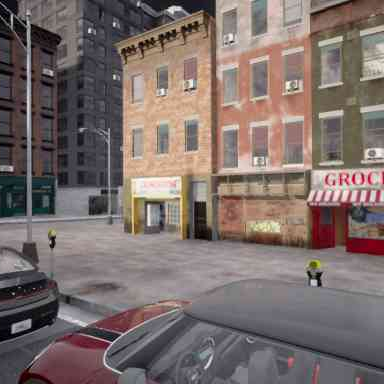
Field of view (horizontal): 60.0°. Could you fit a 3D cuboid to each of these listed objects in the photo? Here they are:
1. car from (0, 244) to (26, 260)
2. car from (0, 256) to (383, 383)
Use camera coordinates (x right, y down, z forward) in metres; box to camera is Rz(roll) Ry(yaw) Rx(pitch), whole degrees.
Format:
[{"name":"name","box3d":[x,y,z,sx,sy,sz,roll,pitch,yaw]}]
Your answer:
[{"name":"car","box3d":[-4.044,1.552,5.695,4.403,1.369,2.008,0,0,35]},{"name":"car","box3d":[0.440,1.440,2.504,4.097,1.590,1.967,0,0,35]}]
